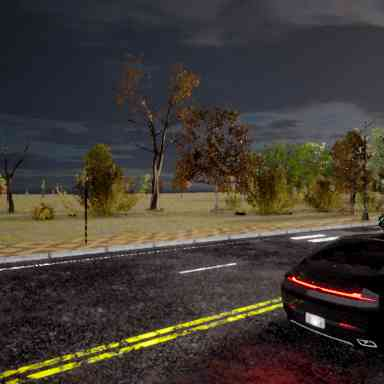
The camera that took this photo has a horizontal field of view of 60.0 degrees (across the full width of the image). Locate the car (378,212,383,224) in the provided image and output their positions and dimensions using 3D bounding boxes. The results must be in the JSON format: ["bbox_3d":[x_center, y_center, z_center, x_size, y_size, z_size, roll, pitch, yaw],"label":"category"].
[{"bbox_3d":[13.410,1.343,20.222,4.553,1.767,2.097,0,0,-32],"label":"car"}]

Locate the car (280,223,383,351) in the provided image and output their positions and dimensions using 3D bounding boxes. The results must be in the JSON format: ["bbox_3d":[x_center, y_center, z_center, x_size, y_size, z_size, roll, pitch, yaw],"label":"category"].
[{"bbox_3d":[3.678,1.504,5.907,4.892,1.490,1.837,0,0,-34],"label":"car"}]
